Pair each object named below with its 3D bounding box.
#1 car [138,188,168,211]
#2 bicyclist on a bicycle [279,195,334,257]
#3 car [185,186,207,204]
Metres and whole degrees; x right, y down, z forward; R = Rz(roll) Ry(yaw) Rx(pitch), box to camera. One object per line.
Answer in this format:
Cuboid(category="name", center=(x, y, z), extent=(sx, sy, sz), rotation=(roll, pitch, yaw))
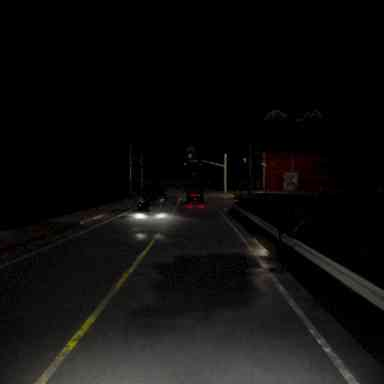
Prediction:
Cuboid(category="car", center=(-3.149, 0.572, 27.386), extent=(2.097, 1.767, 4.553), rotation=(0, 2, -1))
Cuboid(category="bicyclist on a bicycle", center=(3.396, 0.930, 9.371), extent=(1.656, 1.620, 0.582), rotation=(17, 4, 0))
Cuboid(category="car", center=(0.310, 0.450, 36.391), extent=(2.128, 1.511, 4.902), rotation=(0, 2, -1))
